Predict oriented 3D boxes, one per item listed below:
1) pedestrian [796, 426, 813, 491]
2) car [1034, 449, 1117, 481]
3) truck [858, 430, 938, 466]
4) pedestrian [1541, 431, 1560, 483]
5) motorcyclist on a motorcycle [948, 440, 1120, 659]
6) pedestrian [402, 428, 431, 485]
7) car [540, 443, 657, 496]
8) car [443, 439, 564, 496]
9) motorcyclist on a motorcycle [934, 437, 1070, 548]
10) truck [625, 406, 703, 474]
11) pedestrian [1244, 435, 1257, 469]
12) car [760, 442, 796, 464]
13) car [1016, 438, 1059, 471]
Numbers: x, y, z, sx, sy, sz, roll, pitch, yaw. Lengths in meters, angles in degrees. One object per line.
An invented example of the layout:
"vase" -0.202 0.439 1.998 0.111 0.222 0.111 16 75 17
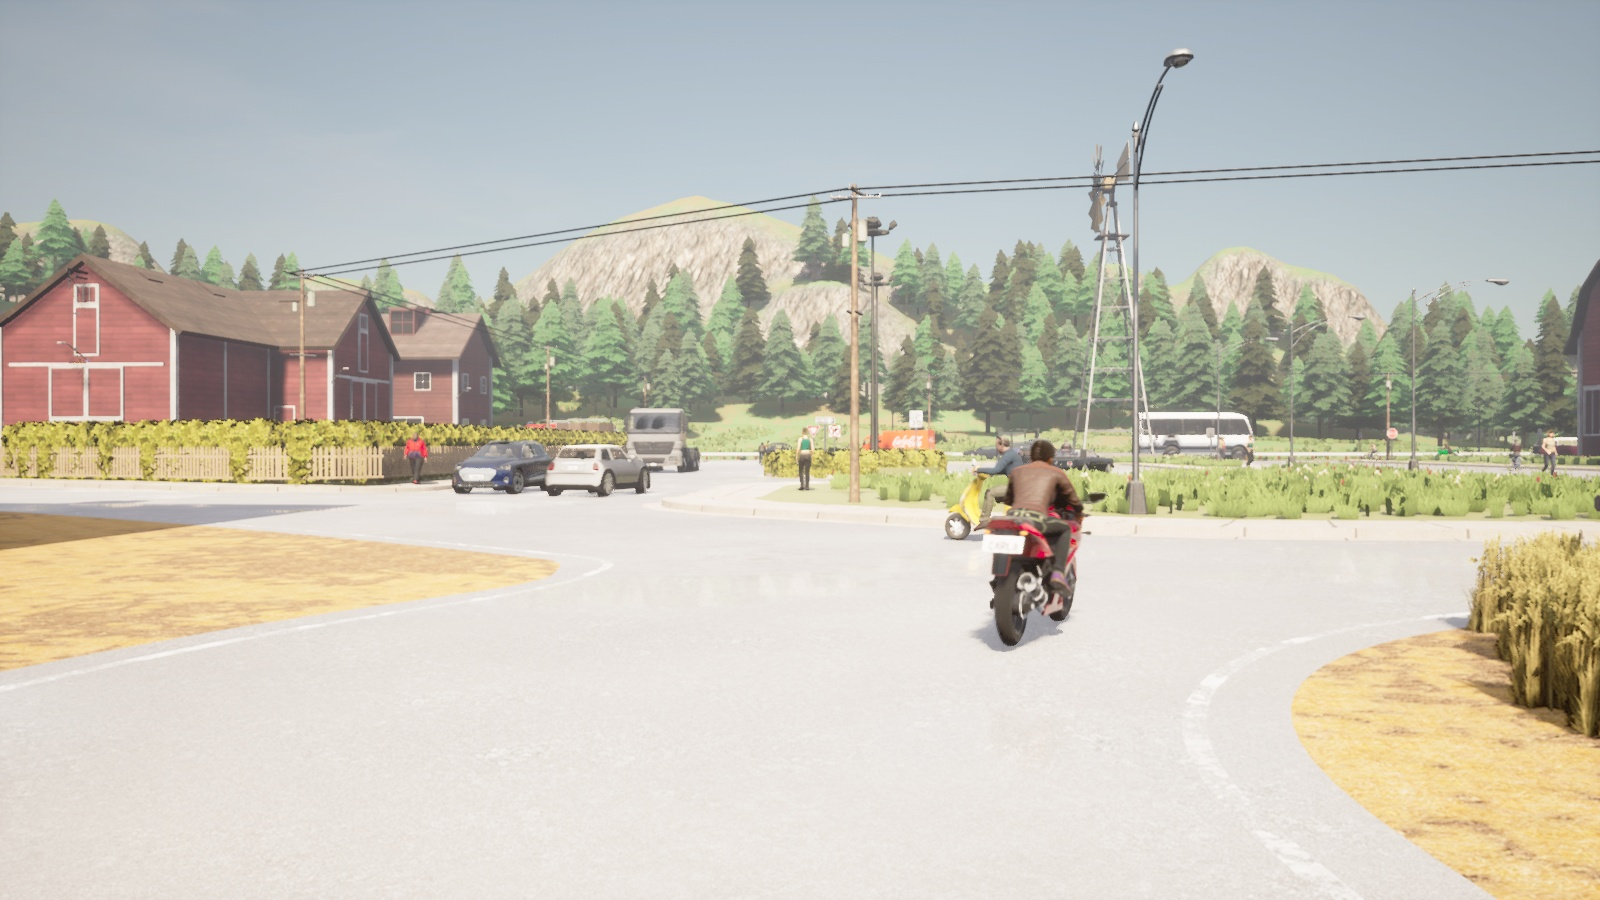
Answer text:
"pedestrian" 0.130 0.245 36.065 0.345 1.836 0.594 0 0 -14
"car" 11.863 0.623 53.879 1.895 1.301 4.718 0 0 34
"truck" 7.165 -0.159 91.707 5.204 2.467 2.627 -2 0 20
"pedestrian" 26.647 0.230 44.594 0.345 1.836 0.594 0 0 2
"motorcyclist on a motorcycle" 1.884 0.688 9.847 0.797 1.523 2.044 1 1 26
"pedestrian" -12.654 0.212 41.447 0.634 1.844 0.899 0 0 4
"car" -5.880 0.546 37.087 1.970 1.475 3.806 0 0 16
"car" -9.123 0.498 39.085 2.033 1.649 4.856 0 0 8
"motorcyclist on a motorcycle" 3.009 0.601 18.734 1.817 1.590 0.866 0 0 28
"truck" -7.239 -0.535 67.815 2.891 3.462 7.936 0 0 3
"pedestrian" 24.533 0.130 68.355 0.345 1.836 0.594 0 0 -18
"car" -1.739 0.219 97.685 1.851 1.617 3.988 0 0 -15
"car" 13.945 0.253 73.983 1.932 1.855 4.605 0 0 3
